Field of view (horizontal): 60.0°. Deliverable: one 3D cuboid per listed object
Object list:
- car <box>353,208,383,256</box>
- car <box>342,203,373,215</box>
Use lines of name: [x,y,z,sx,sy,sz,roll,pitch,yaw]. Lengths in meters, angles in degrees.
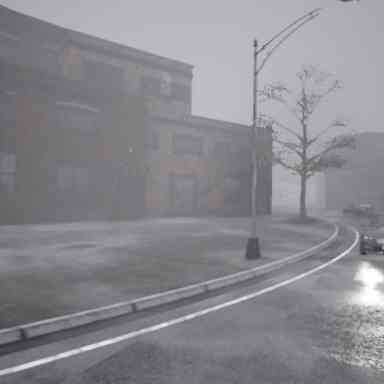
car: [7.934,1.647,13.286,2.128,1.511,4.902,0,0,32]
car: [18.267,1.910,36.545,1.812,1.442,4.674,1,0,0]
